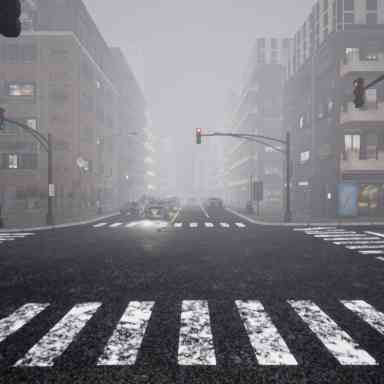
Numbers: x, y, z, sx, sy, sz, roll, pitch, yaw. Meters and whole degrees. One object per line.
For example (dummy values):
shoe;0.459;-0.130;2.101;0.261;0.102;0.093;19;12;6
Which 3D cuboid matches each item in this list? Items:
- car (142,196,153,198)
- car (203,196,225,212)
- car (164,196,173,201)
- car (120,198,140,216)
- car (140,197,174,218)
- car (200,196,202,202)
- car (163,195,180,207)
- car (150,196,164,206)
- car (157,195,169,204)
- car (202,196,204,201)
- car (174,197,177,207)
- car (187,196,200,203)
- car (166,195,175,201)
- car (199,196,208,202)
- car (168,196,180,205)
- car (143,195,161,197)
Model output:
car;-5.732;1.534;37.701;1.752;1.417;4.829;0;0;0
car;2.647;1.449;37.882;1.967;1.590;4.097;0;0;0
car;-5.785;1.590;83.330;2.008;1.369;4.403;0;0;0
car;-5.726;1.572;32.188;1.947;1.339;4.313;0;0;0
car;-3.126;1.497;30.622;2.128;1.511;4.902;0;0;1
car;2.629;1.599;54.930;1.802;1.307;4.206;0;0;0
car;-3.145;1.578;49.899;1.994;1.385;4.181;0;0;0
car;-5.752;1.457;54.918;1.967;1.590;4.097;0;0;0
car;-5.765;1.465;66.284;1.967;1.590;4.097;0;0;0
car;2.641;1.451;43.565;1.967;1.590;4.097;0;0;0
car;-3.144;1.610;39.921;1.895;1.301;4.718;0;0;0
car;-0.036;1.539;70.608;2.128;1.511;4.902;0;0;0
car;-5.791;1.595;89.012;2.008;1.369;4.403;0;0;0
car;2.602;1.585;77.659;2.008;1.369;4.403;0;0;0
car;-3.113;1.498;59.909;1.882;1.535;5.008;0;0;0
car;-5.739;1.326;43.553;2.192;1.841;5.009;0;0;0
